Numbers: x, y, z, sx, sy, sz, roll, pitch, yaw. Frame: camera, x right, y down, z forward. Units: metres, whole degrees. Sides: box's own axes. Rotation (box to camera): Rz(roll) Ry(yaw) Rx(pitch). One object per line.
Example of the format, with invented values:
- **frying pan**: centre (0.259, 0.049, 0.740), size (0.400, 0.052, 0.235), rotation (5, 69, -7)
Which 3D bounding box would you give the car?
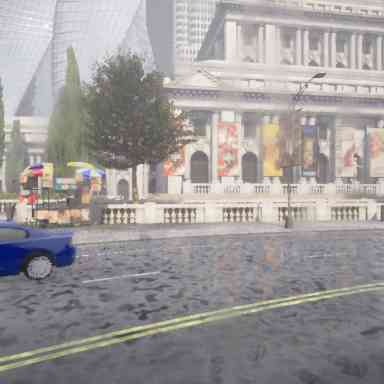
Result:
- **car**: centre (-5.544, 1.477, 8.380), size (5.008, 1.535, 1.882), rotation (0, 0, -33)
